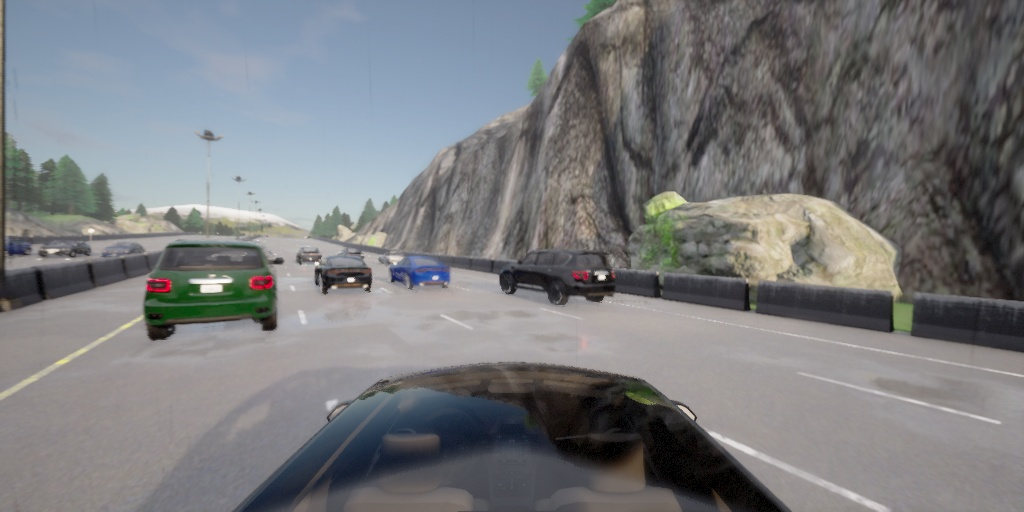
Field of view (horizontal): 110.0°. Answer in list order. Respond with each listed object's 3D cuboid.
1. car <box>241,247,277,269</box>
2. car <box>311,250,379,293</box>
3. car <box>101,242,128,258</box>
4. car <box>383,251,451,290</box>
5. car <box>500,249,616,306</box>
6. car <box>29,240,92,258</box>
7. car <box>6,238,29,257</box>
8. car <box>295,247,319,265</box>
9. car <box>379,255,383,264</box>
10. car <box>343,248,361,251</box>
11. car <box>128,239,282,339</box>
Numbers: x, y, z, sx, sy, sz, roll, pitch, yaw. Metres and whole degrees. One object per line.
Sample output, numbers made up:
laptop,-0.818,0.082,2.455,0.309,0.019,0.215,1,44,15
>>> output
car,-19.285,0.121,27.495,2.033,1.411,5.357,1,2,-33
car,-7.696,0.702,16.207,1.882,1.535,5.008,1,2,-33
car,-35.657,-0.595,33.129,2.033,1.411,5.357,1,2,-33
car,-4.783,0.737,18.146,1.882,1.535,5.008,1,2,-33
car,1.650,0.741,14.724,2.150,2.045,5.566,1,2,-33
car,-38.426,-0.671,30.963,2.128,1.511,4.902,1,2,-33
car,-41.225,-0.712,28.846,1.882,1.535,5.008,1,2,-33
car,-18.422,-0.058,32.562,2.128,1.511,4.902,1,2,-33
car,-11.560,0.202,34.860,1.895,1.301,4.718,1,2,-33
car,-15.395,-0.014,34.328,2.128,1.511,4.902,1,2,-33
car,-7.228,0.626,9.115,2.150,2.045,5.566,1,2,-33
